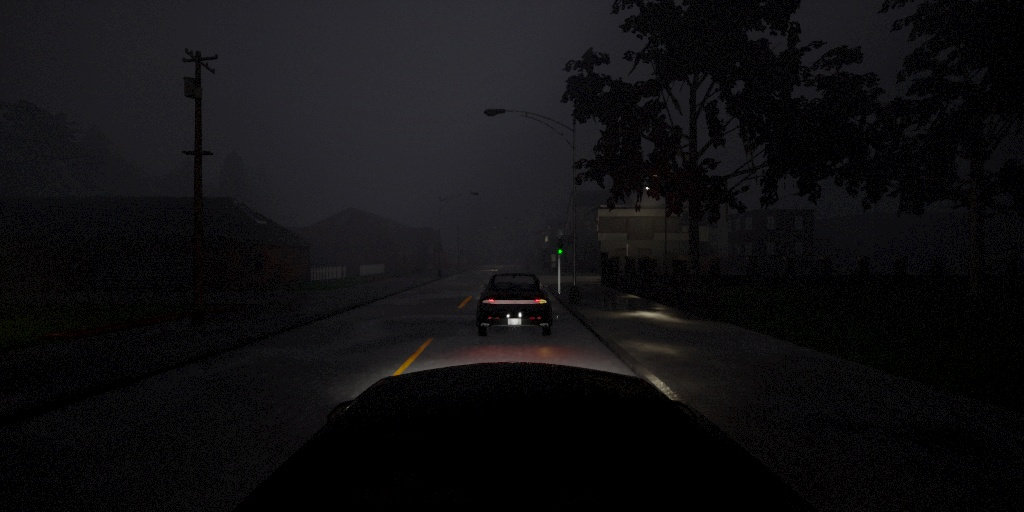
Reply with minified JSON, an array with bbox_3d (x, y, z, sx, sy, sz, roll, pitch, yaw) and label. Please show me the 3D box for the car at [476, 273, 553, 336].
[{"bbox_3d":[0.060,1.242,10.376,2.128,1.511,4.902,0,0,0],"label":"car"}]
